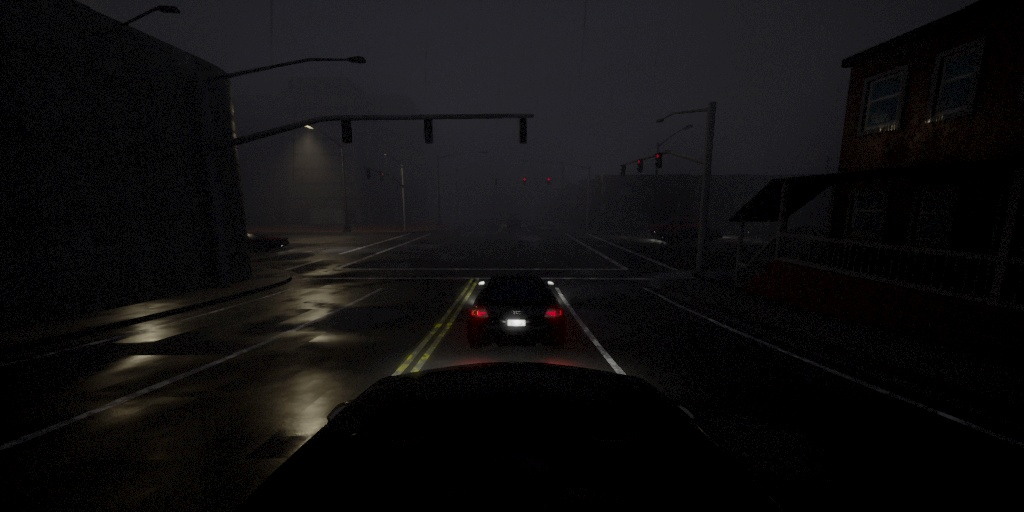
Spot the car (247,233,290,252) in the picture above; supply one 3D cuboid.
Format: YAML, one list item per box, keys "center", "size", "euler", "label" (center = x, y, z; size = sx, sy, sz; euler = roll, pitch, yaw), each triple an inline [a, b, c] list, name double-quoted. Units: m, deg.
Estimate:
- center: [-19.531, -1.085, 26.976]
  size: [4.718, 1.301, 1.895]
  euler: [0, 8, 0]
  label: "car"

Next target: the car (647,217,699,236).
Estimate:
- center: [17.012, -3.001, 37.240]
  size: [5.566, 2.045, 2.150]
  euler: [0, 8, 0]
  label: "car"

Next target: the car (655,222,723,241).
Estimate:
- center: [16.876, -2.170, 33.827]
  size: [5.357, 1.411, 2.033]
  euler: [0, 8, 0]
  label: "car"

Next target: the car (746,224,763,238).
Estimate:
- center: [27.041, -2.731, 37.203]
  size: [4.902, 1.511, 2.128]
  euler: [0, 8, 0]
  label: "car"

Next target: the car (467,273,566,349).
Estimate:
- center: [0.101, 1.093, 8.658]
  size: [1.994, 1.385, 4.181]
  euler: [0, 3, 0]
  label: "car"

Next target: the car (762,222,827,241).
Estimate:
- center: [26.972, -2.234, 33.737]
  size: [5.008, 1.535, 1.882]
  euler: [0, 8, 0]
  label: "car"

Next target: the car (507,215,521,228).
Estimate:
- center: [0.296, -4.999, 53.266]
  size: [1.994, 1.385, 4.181]
  euler: [0, 8, 0]
  label: "car"
